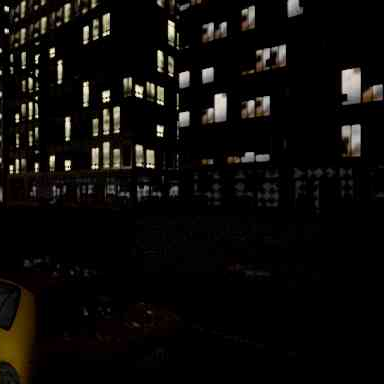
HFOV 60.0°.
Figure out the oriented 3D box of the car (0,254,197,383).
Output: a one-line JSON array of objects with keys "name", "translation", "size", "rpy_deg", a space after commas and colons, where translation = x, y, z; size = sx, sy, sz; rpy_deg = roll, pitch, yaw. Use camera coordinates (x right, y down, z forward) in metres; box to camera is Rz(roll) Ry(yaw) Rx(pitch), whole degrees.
[{"name": "car", "translation": [-2.228, 1.523, 4.459], "size": [4.829, 1.417, 1.752], "rpy_deg": [0, 0, 36]}]
